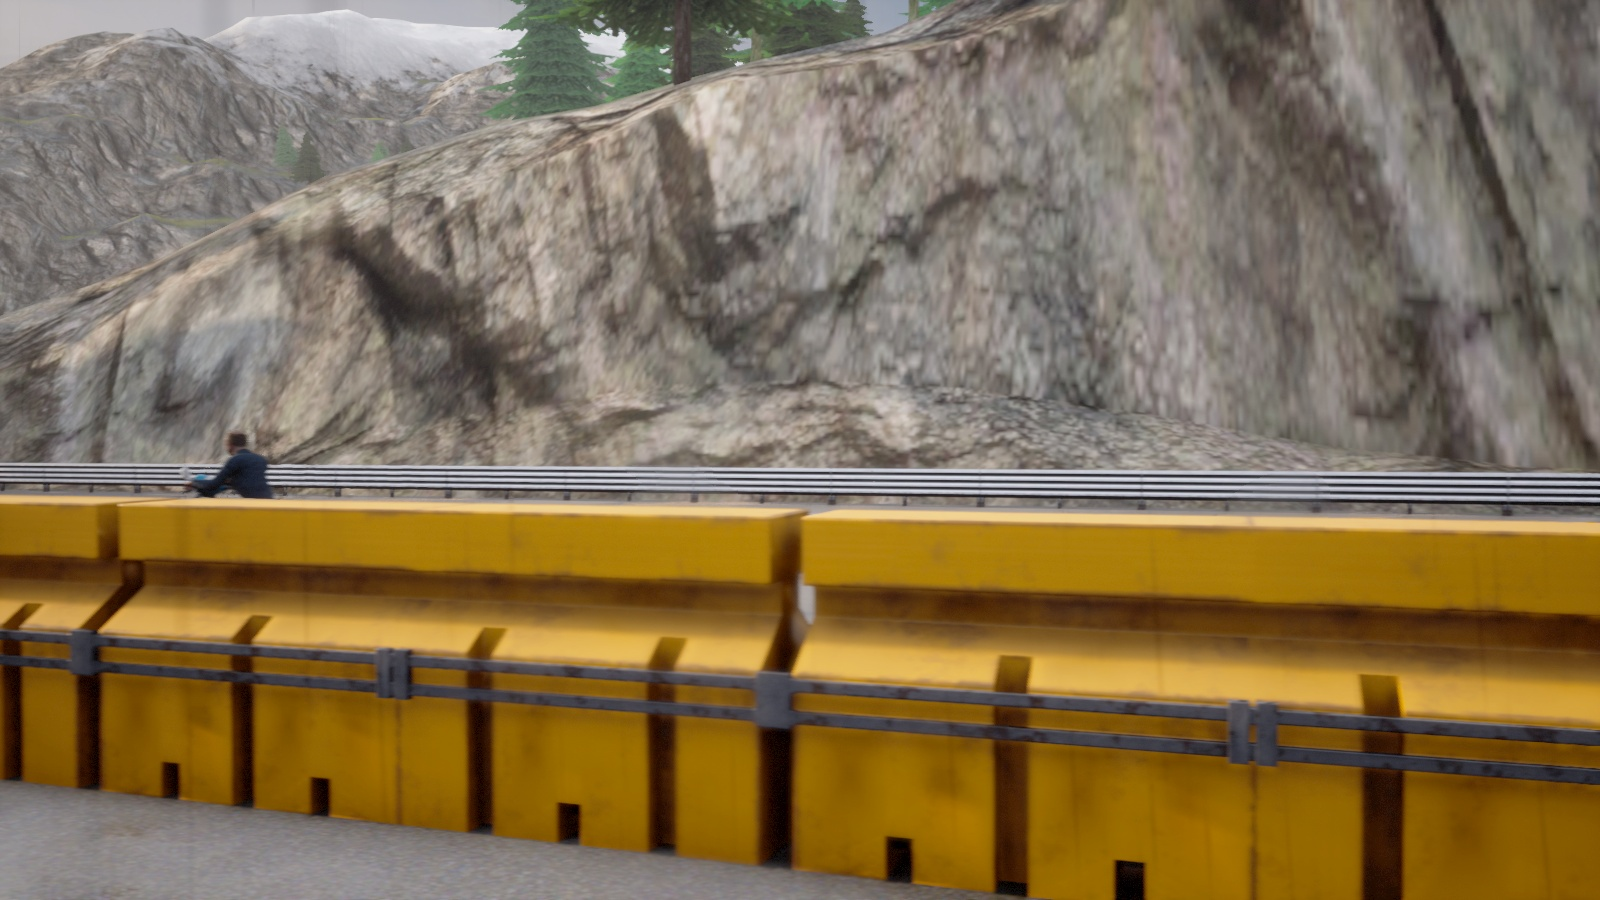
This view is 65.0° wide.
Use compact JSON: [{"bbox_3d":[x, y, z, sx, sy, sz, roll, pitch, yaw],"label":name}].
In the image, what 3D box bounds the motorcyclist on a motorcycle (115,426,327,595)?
[{"bbox_3d":[-5.760,0.558,12.519,1.817,1.590,0.866,0,1,19],"label":"motorcyclist on a motorcycle"}]
